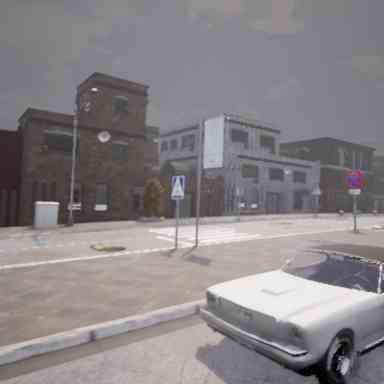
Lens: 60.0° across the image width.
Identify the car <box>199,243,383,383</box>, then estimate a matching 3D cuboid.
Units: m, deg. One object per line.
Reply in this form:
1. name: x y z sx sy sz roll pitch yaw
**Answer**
1. car: 2.451 1.608 5.467 4.718 1.301 1.895 0 0 -36
